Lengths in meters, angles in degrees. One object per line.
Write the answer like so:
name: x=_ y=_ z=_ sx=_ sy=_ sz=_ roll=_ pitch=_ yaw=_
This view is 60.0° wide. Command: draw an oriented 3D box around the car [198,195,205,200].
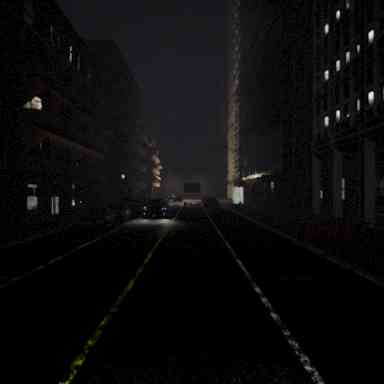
car: x=2.749 y=1.533 z=93.266 sx=1.887 sy=1.381 sz=4.507 roll=0 pitch=0 yaw=0

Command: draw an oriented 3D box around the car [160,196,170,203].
car: x=-5.646 y=1.505 z=70.507 sx=1.752 sy=1.417 sz=4.829 roll=0 pitch=0 yaw=0

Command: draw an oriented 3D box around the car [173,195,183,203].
car: x=-2.956 y=1.557 z=70.176 sx=1.895 sy=1.301 sz=4.718 roll=0 pitch=0 yaw=0

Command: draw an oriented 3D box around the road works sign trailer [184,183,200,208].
road works sign trailer: x=0.031 y=0.443 z=48.238 sx=2.380 sy=3.560 sz=2.880 roll=0 pitch=0 yaw=0

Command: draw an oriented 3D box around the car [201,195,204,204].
car: x=2.721 y=1.419 z=48.077 sx=1.967 sy=1.590 sz=4.097 roll=0 pitch=0 yaw=0

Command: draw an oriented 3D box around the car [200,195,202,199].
car: x=2.724 y=1.529 z=53.727 sx=2.008 sy=1.369 sz=4.403 roll=0 pitch=0 yaw=0

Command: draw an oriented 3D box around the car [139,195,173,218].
car: x=-3.078 y=1.336 z=29.351 sx=2.097 sy=1.767 sz=4.553 roll=0 pitch=0 yaw=0

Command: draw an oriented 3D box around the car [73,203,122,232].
car: x=-5.678 y=1.568 z=19.840 sx=1.802 sy=1.307 sz=4.206 roll=0 pitch=0 yaw=0

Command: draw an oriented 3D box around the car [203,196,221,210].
car: x=2.717 y=1.505 z=42.599 sx=1.752 sy=1.417 sz=4.829 roll=0 pitch=0 yaw=0

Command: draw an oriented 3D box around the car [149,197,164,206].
car: x=-5.656 y=1.529 z=53.731 sx=2.008 sy=1.369 sz=4.403 roll=0 pitch=0 yaw=0

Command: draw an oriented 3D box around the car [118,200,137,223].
car: x=-5.674 y=1.567 z=25.488 sx=1.802 sy=1.307 sz=4.206 roll=0 pitch=0 yaw=0

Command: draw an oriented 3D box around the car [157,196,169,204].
car: x=-5.650 y=1.545 z=65.028 sx=1.947 sy=1.339 sz=4.313 roll=0 pitch=0 yaw=0

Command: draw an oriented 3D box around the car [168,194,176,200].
car: x=-5.632 y=1.429 z=93.271 sx=1.967 sy=1.590 sz=4.097 roll=0 pitch=0 yaw=0

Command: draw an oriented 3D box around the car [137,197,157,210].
car: x=-5.663 y=1.421 z=42.435 sx=1.967 sy=1.590 sz=4.097 roll=0 pitch=0 yaw=0

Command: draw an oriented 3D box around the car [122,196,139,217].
car: x=-5.671 y=1.299 z=31.137 sx=2.192 sy=1.841 sz=5.009 roll=0 pitch=0 yaw=0
